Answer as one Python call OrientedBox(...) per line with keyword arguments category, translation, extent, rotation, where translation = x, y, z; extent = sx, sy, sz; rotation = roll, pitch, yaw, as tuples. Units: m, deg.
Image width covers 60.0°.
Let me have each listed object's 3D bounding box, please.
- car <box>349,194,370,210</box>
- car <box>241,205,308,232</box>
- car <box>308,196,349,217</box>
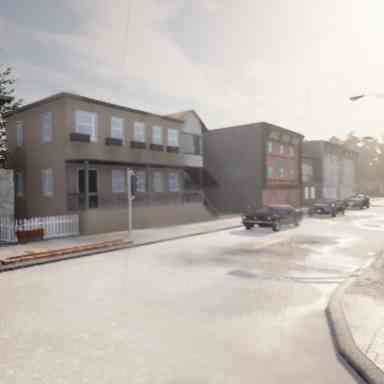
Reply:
OrientedBox(category="car", translation=(17.208, 1.005, 34.780), extent=(2.128, 1.511, 4.902), rotation=(-1, 0, 39))
OrientedBox(category="car", translation=(4.692, 1.412, 19.063), extent=(1.895, 1.301, 4.718), rotation=(-1, 0, 38))
OrientedBox(category="car", translation=(10.855, 1.228, 26.820), extent=(1.994, 1.385, 4.181), rotation=(-1, 0, 38))
